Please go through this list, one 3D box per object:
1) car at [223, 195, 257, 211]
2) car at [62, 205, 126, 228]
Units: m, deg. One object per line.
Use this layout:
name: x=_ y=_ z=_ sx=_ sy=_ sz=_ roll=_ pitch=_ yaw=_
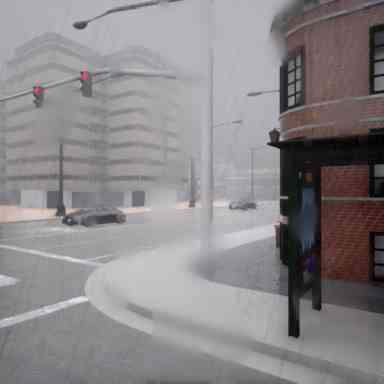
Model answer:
car: x=6.155 y=1.491 z=39.831 sx=2.128 sy=1.511 sz=4.902 roll=0 pitch=0 yaw=35
car: x=-6.406 y=1.563 z=22.102 sx=1.994 sy=1.385 sz=4.181 roll=0 pitch=0 yaw=35
